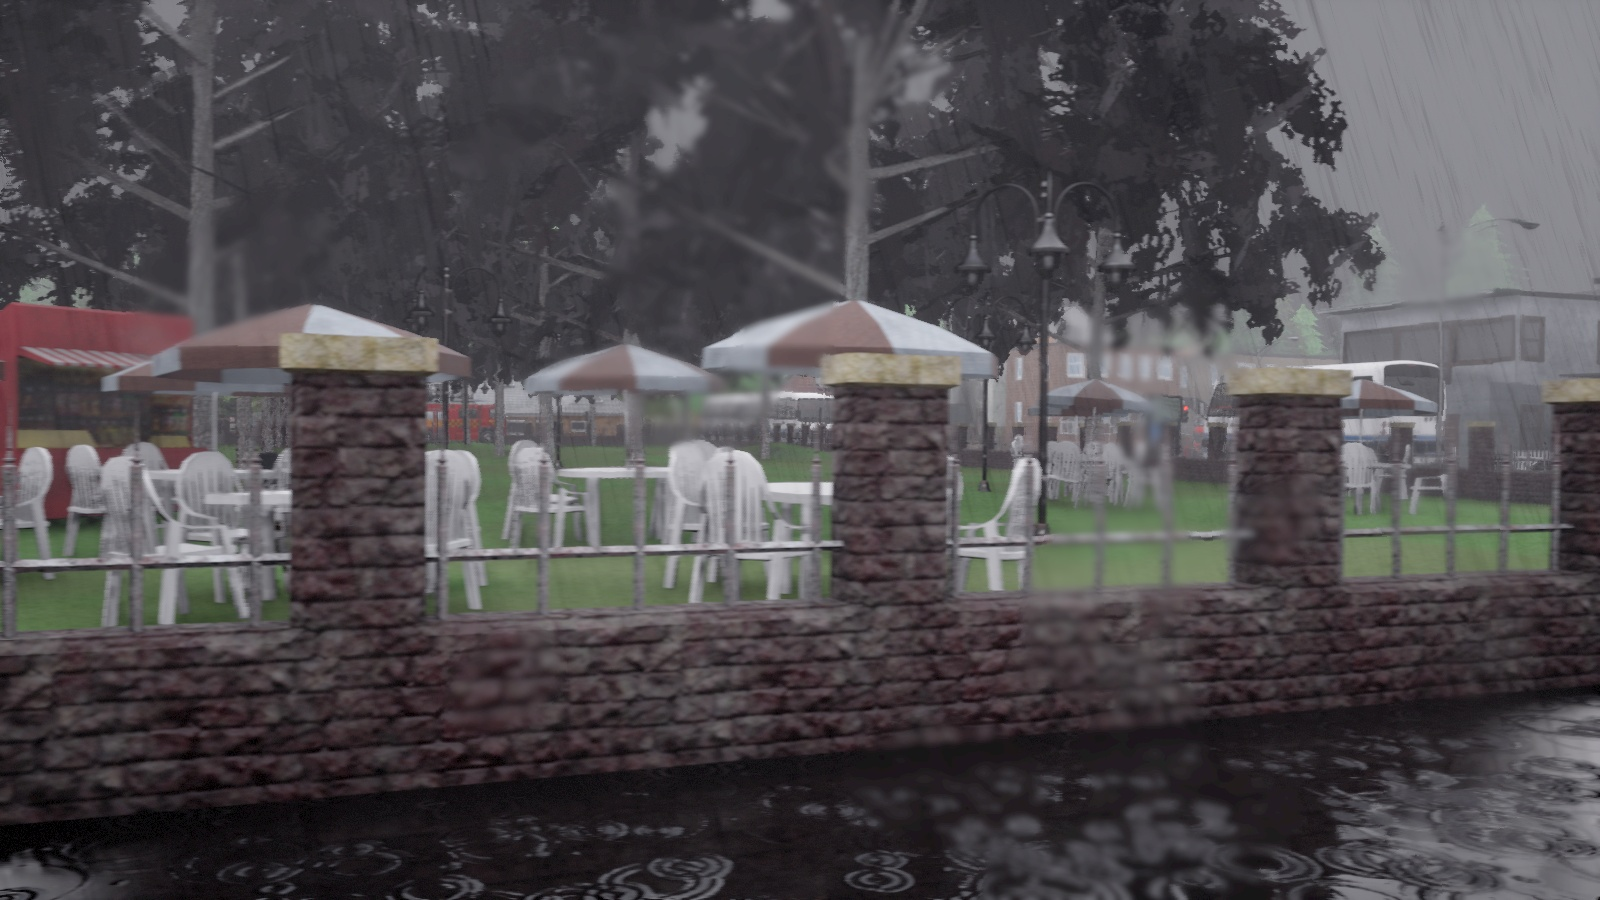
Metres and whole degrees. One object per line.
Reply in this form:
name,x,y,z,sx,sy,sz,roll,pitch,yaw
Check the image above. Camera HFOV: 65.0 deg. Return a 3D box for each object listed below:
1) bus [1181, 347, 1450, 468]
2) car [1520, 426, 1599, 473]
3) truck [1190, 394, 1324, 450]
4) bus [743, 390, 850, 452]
bus,19.973,-1.604,49.729,3.944,4.253,10.273,-1,1,-20
car,24.428,-0.022,38.067,1.994,1.385,4.181,-1,1,-21
truck,29.342,-1.815,80.710,7.936,3.462,2.891,-1,1,-17
bus,-0.450,-2.066,91.677,3.944,4.253,10.273,-1,1,-24
